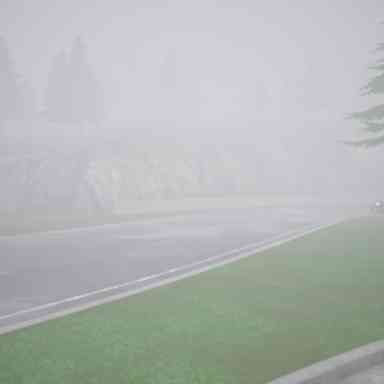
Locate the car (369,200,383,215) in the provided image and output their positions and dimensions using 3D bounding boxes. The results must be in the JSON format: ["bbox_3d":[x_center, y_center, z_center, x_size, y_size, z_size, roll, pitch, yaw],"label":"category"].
[{"bbox_3d":[17.302,0.949,27.606,4.553,1.767,2.097,-1,1,14],"label":"car"}]
